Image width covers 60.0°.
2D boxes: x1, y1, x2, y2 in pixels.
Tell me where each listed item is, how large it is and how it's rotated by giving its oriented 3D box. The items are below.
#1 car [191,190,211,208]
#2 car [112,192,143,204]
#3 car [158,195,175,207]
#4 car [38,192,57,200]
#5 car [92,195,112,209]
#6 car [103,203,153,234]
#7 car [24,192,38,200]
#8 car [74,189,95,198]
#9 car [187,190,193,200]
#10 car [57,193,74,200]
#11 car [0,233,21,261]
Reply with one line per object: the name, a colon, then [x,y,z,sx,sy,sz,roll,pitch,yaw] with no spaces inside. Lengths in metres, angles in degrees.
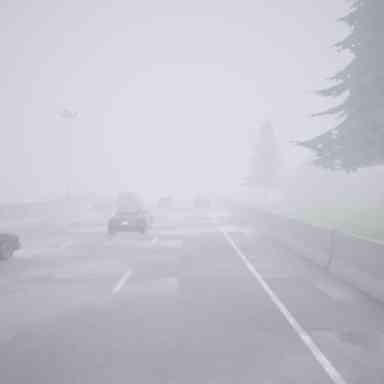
car: [1.245,1.045,42.445,2.097,1.767,4.553,0,1,0]
car: [-6.882,1.004,36.956,2.150,2.045,5.566,0,1,0]
car: [-3.379,1.171,43.466,2.128,1.511,4.902,0,1,0]
car: [-27.968,0.781,66.066,1.837,1.490,4.892,0,1,0]
car: [-10.380,1.298,40.063,1.994,1.385,4.181,0,1,0]
car: [-3.390,1.529,18.869,1.994,1.385,4.181,0,0,0]
car: [-31.468,0.760,66.067,1.882,1.535,5.008,0,1,0]
car: [-20.968,0.506,66.028,2.150,2.045,5.566,0,1,0]
car: [0.031,0.853,64.826,1.812,1.442,4.674,0,1,0]
car: [-24.468,0.833,66.065,1.994,1.385,4.181,0,1,0]
car: [-6.896,1.550,9.173,2.033,1.411,5.357,0,0,0]
